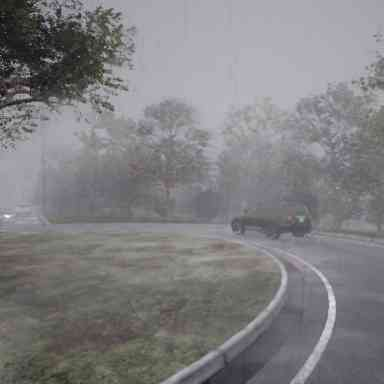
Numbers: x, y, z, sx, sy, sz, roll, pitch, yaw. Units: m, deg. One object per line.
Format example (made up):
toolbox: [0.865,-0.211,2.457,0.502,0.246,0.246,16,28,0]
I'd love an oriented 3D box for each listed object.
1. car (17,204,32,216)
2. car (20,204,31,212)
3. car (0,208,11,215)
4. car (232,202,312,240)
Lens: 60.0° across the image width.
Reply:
car: [-29.996,3.139,59.376,2.150,2.045,5.566,0,-2,-26]
car: [-36.842,3.547,73.580,2.097,1.767,4.553,0,-2,-26]
car: [-36.651,3.735,65.125,1.895,1.301,4.718,0,-2,-26]
car: [4.598,1.647,19.971,2.150,2.045,5.566,1,-2,-26]
